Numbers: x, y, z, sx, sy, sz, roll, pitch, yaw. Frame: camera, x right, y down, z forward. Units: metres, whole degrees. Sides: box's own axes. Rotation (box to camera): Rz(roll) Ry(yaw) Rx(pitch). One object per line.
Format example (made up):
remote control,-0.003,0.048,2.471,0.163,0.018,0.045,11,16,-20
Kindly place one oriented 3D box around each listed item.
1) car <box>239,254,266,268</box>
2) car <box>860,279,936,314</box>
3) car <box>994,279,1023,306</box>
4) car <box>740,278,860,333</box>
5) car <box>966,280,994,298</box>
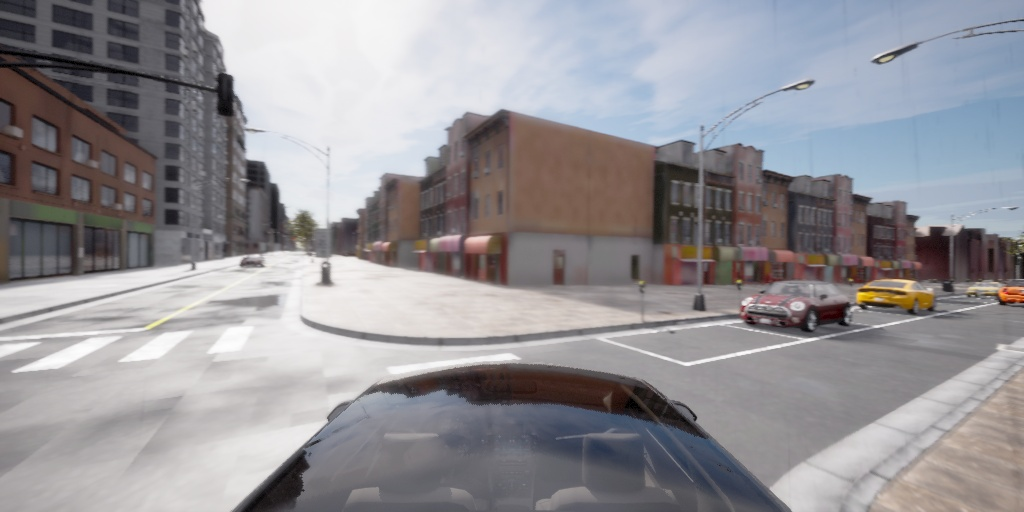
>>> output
car,-27.796,0.521,38.524,1.994,1.385,4.181,0,1,-30
car,19.091,1.909,17.771,5.008,1.535,1.882,2,0,-30
car,31.964,2.218,21.998,4.553,1.767,2.097,2,0,-30
car,9.621,1.559,12.173,4.097,1.591,1.967,0,0,-30
car,37.749,2.628,28.450,4.829,1.417,1.751,0,0,-30
